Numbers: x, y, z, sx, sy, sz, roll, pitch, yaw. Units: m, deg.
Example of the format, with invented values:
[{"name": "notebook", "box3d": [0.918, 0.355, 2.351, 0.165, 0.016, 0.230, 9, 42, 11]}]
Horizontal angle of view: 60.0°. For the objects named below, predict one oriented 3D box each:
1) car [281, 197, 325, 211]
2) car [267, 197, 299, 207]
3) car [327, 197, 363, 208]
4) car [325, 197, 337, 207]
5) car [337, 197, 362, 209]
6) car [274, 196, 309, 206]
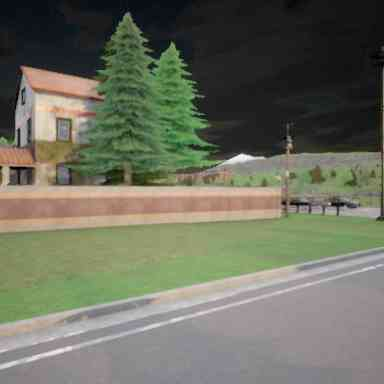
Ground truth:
[{"name": "car", "box3d": [13.085, 1.421, 40.557, 1.882, 1.535, 5.008, 0, 0, -36]}, {"name": "car", "box3d": [13.968, 1.533, 51.290, 1.895, 1.301, 4.718, 0, 0, -36]}, {"name": "car", "box3d": [21.504, 1.490, 46.840, 1.994, 1.385, 4.181, 0, 0, -36]}, {"name": "car", "box3d": [15.615, 1.429, 43.032, 2.128, 1.511, 4.902, 0, 0, -36]}, {"name": "car", "box3d": [19.394, 1.437, 43.783, 1.837, 1.490, 4.892, 0, 0, -36]}, {"name": "car", "box3d": [16.103, 1.473, 54.340, 2.033, 1.411, 5.357, 0, 0, -36]}]
